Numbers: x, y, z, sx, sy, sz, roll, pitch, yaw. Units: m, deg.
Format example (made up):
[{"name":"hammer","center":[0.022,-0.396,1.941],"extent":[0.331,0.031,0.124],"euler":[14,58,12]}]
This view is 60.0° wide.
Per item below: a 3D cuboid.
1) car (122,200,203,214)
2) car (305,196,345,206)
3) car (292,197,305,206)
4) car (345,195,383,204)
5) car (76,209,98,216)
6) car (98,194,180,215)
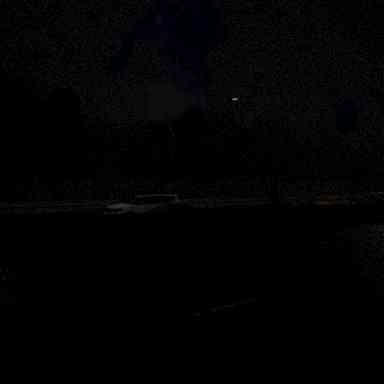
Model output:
[{"name":"car","center":[-1.397,1.468,20.115],"extent":[4.892,1.490,1.837],"euler":[0,0,-35]},{"name":"car","center":[14.733,1.275,35.387],"extent":[5.008,1.535,1.882],"euler":[-1,1,-34]},{"name":"car","center":[13.808,1.269,38.968],"extent":[4.902,1.511,2.128],"euler":[-1,1,-33]},{"name":"car","center":[17.837,1.128,33.245],"extent":[4.553,1.767,2.097],"euler":[-1,1,-33]},{"name":"car","center":[-6.267,1.564,25.255],"extent":[4.718,1.301,1.895],"euler":[0,0,-35]},{"name":"car","center":[-3.233,1.181,23.105],"extent":[5.566,2.045,2.150],"euler":[0,0,-35]}]
